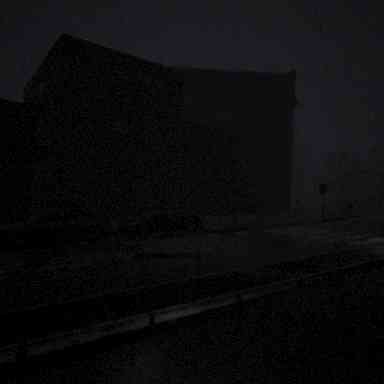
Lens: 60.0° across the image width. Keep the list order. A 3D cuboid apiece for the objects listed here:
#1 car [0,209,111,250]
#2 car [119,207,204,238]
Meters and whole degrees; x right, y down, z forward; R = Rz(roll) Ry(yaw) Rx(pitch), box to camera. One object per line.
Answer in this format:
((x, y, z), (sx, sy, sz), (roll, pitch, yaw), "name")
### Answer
((-5.975, 1.491, 14.427), (4.792, 1.488, 2.163), (0, 0, -36), "car")
((-1.517, 1.504, 17.642), (4.674, 1.452, 2.002), (0, -2, -36), "car")
